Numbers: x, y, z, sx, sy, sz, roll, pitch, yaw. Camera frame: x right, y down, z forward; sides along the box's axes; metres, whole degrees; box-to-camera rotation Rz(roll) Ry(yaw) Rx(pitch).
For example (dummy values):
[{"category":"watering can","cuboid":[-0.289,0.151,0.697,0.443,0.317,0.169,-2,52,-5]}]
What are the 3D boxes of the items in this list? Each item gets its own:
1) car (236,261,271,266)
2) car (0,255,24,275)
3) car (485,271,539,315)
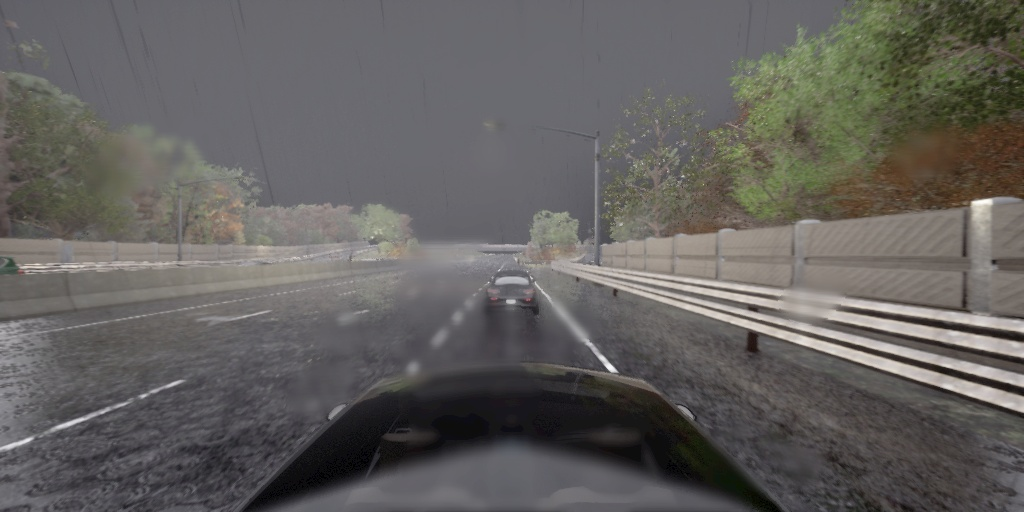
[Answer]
[{"category":"car","cuboid":[-21.055,1.207,28.920,1.882,1.535,5.008,0,0,0]},{"category":"car","cuboid":[-24.595,0.961,14.918,2.150,2.045,5.566,0,0,0]},{"category":"car","cuboid":[0.002,1.264,13.437,1.812,1.442,4.674,0,0,0]}]
